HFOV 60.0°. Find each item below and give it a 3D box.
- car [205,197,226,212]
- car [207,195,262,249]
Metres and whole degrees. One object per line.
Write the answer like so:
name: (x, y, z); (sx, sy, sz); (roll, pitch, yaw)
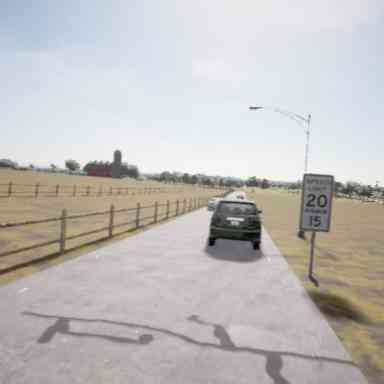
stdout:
car: (2.964, 1.518, 40.902); (2.128, 1.511, 4.902); (4, 0, 8)
car: (2.063, 1.329, 15.607); (2.150, 2.045, 5.566); (4, 0, 8)
